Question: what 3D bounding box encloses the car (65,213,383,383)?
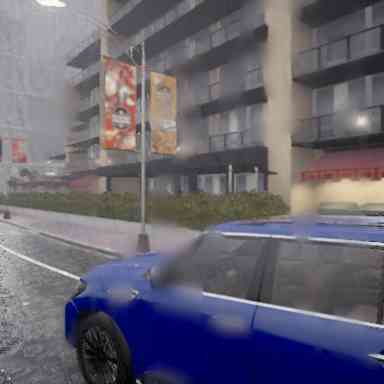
[{"bbox_3d":[1.014,1.243,3.418,5.566,2.045,2.150,0,0,37],"label":"car"}]
